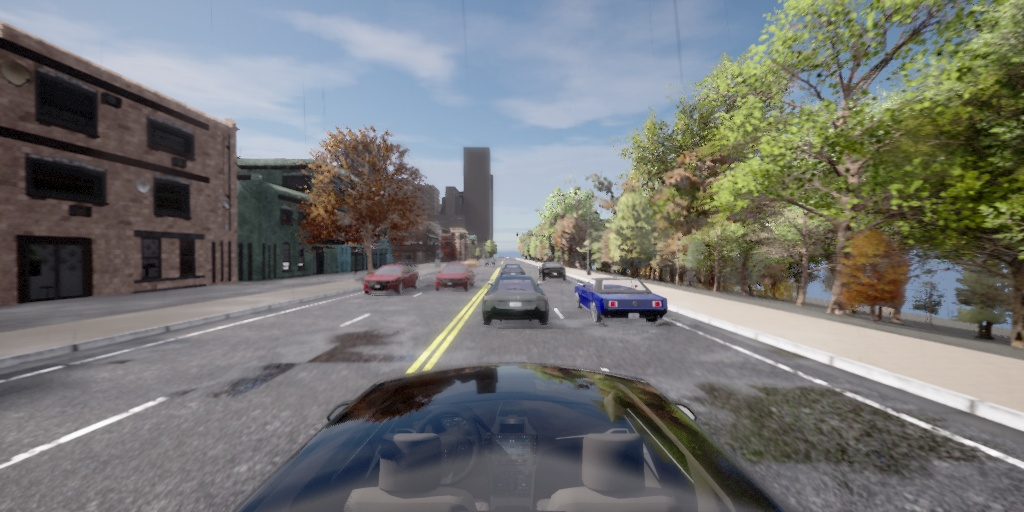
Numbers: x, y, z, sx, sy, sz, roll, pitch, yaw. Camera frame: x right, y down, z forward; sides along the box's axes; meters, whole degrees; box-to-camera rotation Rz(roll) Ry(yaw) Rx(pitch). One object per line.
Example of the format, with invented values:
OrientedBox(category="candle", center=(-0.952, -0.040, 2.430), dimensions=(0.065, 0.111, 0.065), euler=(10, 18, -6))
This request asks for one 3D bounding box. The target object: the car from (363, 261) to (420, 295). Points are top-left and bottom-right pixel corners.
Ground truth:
OrientedBox(category="car", center=(-6.607, 1.224, 20.102), dimensions=(1.882, 1.535, 5.008), euler=(0, 0, 0))

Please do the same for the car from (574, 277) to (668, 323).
OrientedBox(category="car", center=(3.352, 1.349, 12.069), dimensions=(1.895, 1.301, 4.718), euler=(0, 0, 0))

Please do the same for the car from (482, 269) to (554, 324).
OrientedBox(category="car", center=(0.102, 1.312, 11.976), dimensions=(1.994, 1.385, 4.181), euler=(0, 0, 0))

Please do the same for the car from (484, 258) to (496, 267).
OrientedBox(category="car", center=(-3.846, 1.049, 63.422), dimensions=(1.837, 1.490, 4.892), euler=(0, 0, -1))

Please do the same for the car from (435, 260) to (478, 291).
OrientedBox(category="car", center=(-3.361, 1.224, 21.808), dimensions=(1.882, 1.535, 5.008), euler=(0, 0, 0))

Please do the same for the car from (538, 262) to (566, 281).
OrientedBox(category="car", center=(3.279, 1.222, 29.953), dimensions=(1.882, 1.535, 5.008), euler=(0, 0, -1))

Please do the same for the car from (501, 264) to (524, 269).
OrientedBox(category="car", center=(0.037, 1.309, 29.177), dimensions=(1.994, 1.385, 4.181), euler=(0, 0, -1))
